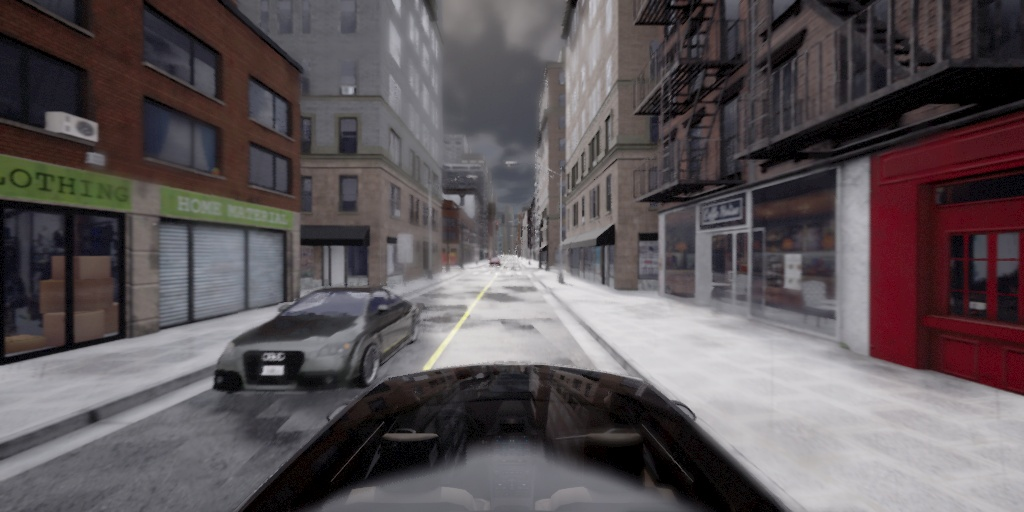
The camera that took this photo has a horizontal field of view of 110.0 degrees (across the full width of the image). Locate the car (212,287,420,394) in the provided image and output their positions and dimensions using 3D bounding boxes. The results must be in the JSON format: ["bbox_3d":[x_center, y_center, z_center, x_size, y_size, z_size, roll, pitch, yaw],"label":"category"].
[{"bbox_3d":[-3.100,1.291,6.647,1.994,1.385,4.181,0,0,0],"label":"car"}]

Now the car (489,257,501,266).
[{"bbox_3d":[-3.018,0.958,63.674,1.882,1.535,5.008,0,2,0],"label":"car"}]
